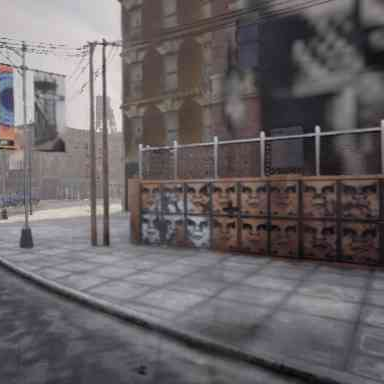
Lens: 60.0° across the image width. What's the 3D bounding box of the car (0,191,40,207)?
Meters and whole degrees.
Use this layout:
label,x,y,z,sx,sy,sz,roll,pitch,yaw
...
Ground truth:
label,x,y,z,sx,sy,sz,roll,pitch,yaw
car,-23.662,0.924,45.914,2.150,2.045,5.566,-1,0,23
